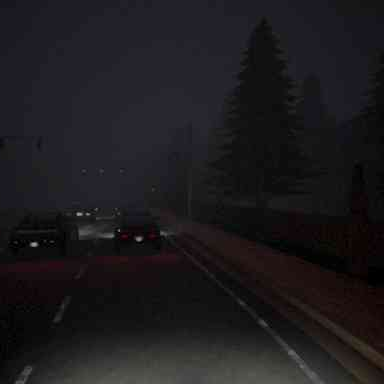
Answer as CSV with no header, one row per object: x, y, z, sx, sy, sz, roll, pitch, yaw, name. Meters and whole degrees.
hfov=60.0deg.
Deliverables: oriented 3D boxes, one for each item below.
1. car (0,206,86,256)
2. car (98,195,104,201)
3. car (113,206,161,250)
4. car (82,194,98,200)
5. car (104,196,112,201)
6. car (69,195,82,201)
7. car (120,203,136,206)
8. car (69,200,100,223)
-5.794,1.549,13.517,2.128,1.511,4.902,0,0,-12,car
-26.403,1.664,90.035,2.097,1.767,4.553,0,0,-38,car
-2.443,1.566,14.588,1.812,1.442,4.674,0,0,-12,car
-24.337,1.503,79.126,2.150,2.045,5.566,0,0,-20,car
-23.789,1.798,92.381,1.837,1.490,4.892,0,0,-38,car
-27.210,1.842,76.810,1.994,1.385,4.181,0,0,-16,car
-5.181,1.625,26.962,2.033,1.411,5.357,0,0,-12,car
-8.601,1.643,26.215,2.033,1.411,5.357,0,0,-12,car
